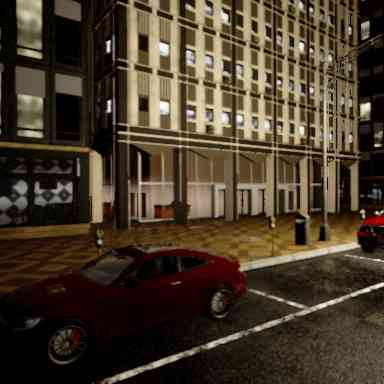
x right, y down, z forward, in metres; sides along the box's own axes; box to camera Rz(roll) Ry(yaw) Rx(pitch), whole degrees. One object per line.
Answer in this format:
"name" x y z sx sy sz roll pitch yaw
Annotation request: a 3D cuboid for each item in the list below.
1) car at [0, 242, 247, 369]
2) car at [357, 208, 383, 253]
"car" -0.897 1.567 5.642 4.206 1.307 1.802 0 0 -36
"car" 8.102 1.226 12.129 5.009 1.841 2.192 0 0 -36
